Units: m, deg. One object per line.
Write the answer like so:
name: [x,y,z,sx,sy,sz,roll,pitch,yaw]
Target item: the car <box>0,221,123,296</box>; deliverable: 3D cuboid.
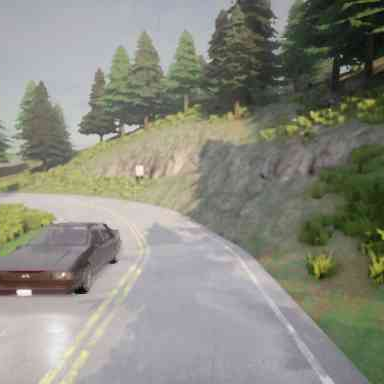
car: [-3.210,1.532,9.016,2.033,1.411,5.357,0,0,0]
